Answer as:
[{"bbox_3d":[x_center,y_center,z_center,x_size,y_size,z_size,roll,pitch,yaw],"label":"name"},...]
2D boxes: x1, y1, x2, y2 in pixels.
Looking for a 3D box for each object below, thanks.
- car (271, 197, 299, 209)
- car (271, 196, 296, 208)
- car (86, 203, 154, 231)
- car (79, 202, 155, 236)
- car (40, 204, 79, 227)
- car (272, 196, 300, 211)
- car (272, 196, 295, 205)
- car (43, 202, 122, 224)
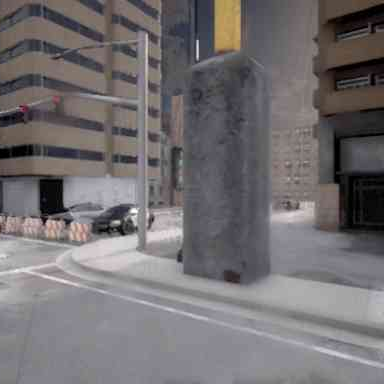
[{"bbox_3d":[11.426,1.278,40.447,1.853,1.218,4.536,0,0,35],"label":"car"},{"bbox_3d":[13.593,1.432,49.325,2.038,1.542,4.974,0,0,35],"label":"car"},{"bbox_3d":[-3.838,1.279,18.660,1.853,1.218,4.536,0,0,15],"label":"car"},{"bbox_3d":[-3.852,1.437,18.610,2.038,1.542,4.974,0,0,15],"label":"car"},{"bbox_3d":[-7.048,1.432,21.291,4.974,1.542,2.038,0,0,-30],"label":"car"},{"bbox_3d":[11.396,1.436,40.405,2.038,1.542,4.974,0,0,35],"label":"car"},{"bbox_3d":[13.623,1.274,49.367,1.853,1.218,4.536,0,0,35],"label":"car"},{"bbox_3d":[-7.003,1.274,21.317,4.536,1.218,1.853,0,0,-30],"label":"car"}]
